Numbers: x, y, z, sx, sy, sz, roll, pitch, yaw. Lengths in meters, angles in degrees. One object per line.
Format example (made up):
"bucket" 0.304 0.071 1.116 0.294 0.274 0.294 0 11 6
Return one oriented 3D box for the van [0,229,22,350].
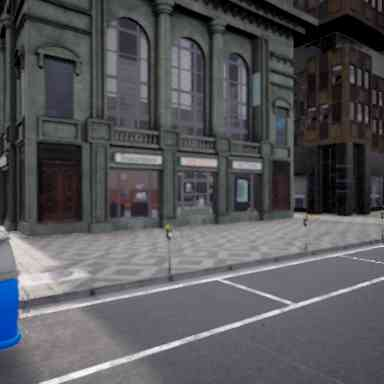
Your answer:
"van" -4.100 1.342 3.727 3.998 1.788 1.690 0 0 -36
